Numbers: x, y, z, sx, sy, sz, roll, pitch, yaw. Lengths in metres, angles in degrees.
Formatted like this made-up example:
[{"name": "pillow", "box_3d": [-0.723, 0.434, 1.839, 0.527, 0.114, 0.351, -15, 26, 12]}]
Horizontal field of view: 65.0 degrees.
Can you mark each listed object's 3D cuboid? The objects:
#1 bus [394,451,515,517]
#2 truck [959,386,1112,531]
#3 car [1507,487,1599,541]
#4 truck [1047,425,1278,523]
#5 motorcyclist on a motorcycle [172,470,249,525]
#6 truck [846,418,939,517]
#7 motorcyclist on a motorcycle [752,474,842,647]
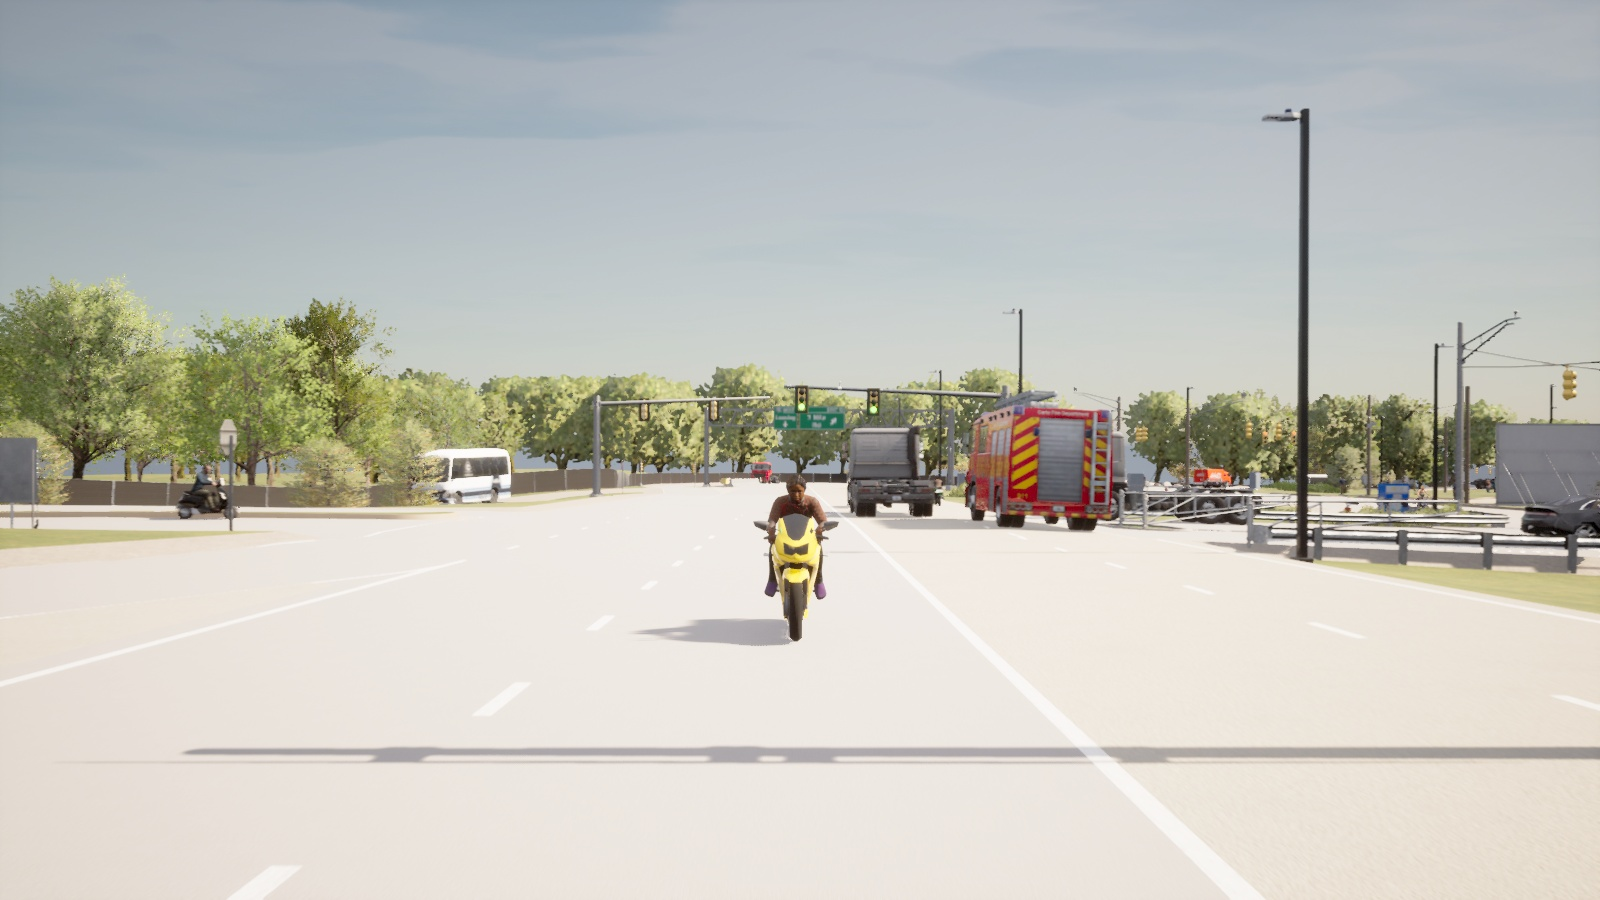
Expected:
[{"name": "bus", "box_3d": [-24.409, 2.274, 89.521, 3.944, 4.253, 10.273, 0, 1, 12]}, {"name": "truck", "box_3d": [6.934, 0.324, 38.269, 2.891, 3.827, 8.468, 2, -1, 0]}, {"name": "car", "box_3d": [23.702, 1.840, 36.680, 4.902, 1.511, 2.128, 0, -1, -2]}, {"name": "truck", "box_3d": [13.743, 0.912, 48.074, 7.936, 3.462, 2.891, 1, -1, -1]}, {"name": "motorcyclist on a motorcycle", "box_3d": [-17.075, 1.367, 36.415, 1.817, 1.590, 0.866, 0, -1, -1]}, {"name": "truck", "box_3d": [3.378, 0.704, 47.916, 2.891, 3.462, 7.936, 0, -1, 0]}, {"name": "motorcyclist on a motorcycle", "box_3d": [-0.030, 0.999, 12.152, 0.797, 1.523, 2.044, 0, -1, 0]}]
